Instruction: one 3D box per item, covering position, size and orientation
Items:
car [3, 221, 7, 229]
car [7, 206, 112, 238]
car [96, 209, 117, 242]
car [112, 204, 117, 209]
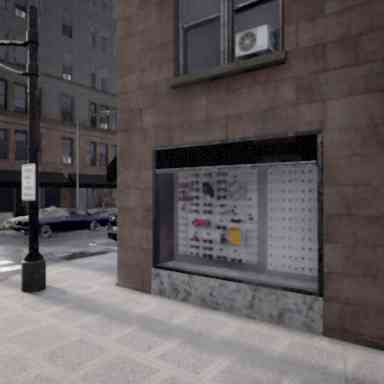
[{"bbox_3d":[-8.567,1.538,19.932,1.752,1.417,4.829,0,0,35],"label":"car"},{"bbox_3d":[-6.915,1.604,17.920,1.895,1.301,4.718,0,0,36],"label":"car"},{"bbox_3d":[-1.939,1.551,15.405,1.947,1.339,4.313,0,0,35],"label":"car"},{"bbox_3d":[-5.327,1.568,24.478,2.008,1.369,4.403,0,0,35],"label":"car"}]
